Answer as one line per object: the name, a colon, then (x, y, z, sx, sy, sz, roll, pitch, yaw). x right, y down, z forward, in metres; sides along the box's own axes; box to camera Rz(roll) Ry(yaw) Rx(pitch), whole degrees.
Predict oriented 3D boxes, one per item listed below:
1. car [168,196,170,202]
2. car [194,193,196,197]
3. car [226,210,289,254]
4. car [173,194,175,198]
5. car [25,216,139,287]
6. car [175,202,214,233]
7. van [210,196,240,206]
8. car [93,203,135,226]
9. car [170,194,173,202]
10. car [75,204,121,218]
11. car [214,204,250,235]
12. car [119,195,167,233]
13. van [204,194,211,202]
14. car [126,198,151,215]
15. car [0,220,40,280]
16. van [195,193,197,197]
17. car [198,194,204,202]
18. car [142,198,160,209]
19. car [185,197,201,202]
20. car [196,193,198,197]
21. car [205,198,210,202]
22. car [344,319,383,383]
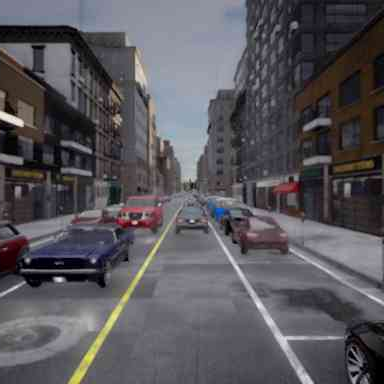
car: (-5.748, 1.615, 62.662, 1.802, 1.307, 4.206, 0, 0, 0)
car: (2.180, 1.350, 79.242, 2.192, 1.841, 5.009, 0, 0, 0)
car: (2.567, 1.574, 13.113, 1.802, 1.307, 4.206, 0, 0, 0)
car: (-5.844, 1.611, 79.195, 1.947, 1.339, 4.313, 0, 0, 0)
car: (-2.900, 1.601, 9.454, 1.895, 1.301, 4.718, 0, 0, 0)
car: (-0.008, 1.543, 19.591, 2.033, 1.411, 5.357, 0, 0, 0)
van: (2.502, 1.335, 24.133, 1.690, 1.788, 3.998, 0, 0, 0)
car: (-5.522, 1.554, 24.086, 2.008, 1.369, 4.403, 0, 0, 0)
car: (-5.812, 1.586, 73.684, 1.887, 1.381, 4.507, 0, 0, 0)
car: (-5.490, 1.584, 18.576, 1.802, 1.307, 4.206, 0, 0, 0)
car: (2.535, 1.558, 18.623, 1.947, 1.339, 4.313, 0, 0, 0)
car: (-2.945, 1.221, 19.916, 2.150, 2.045, 5.566, 0, 0, 0)
van: (2.437, 1.341, 35.155, 1.690, 1.788, 3.998, 0, 0, 0)
car: (-5.587, 1.450, 35.108, 1.967, 1.590, 4.097, 0, 0, 0)
car: (-5.425, 1.444, 7.555, 1.967, 1.590, 4.097, 0, 0, 0)
van: (2.213, 1.372, 73.731, 1.690, 1.788, 3.998, 0, 0, 0)
car: (2.341, 1.454, 51.687, 1.967, 1.590, 4.097, 0, 0, 0)
car: (-5.651, 1.569, 46.129, 2.008, 1.369, 4.403, 0, 0, 0)
car: (-0.142, 1.609, 42.343, 1.895, 1.301, 4.718, 0, 0, 0)
car: (2.277, 1.463, 62.709, 1.967, 1.590, 4.097, 0, 0, 0)
car: (2.470, 1.546, 29.644, 2.008, 1.369, 4.403, 0, 0, 0)
car: (2.632, 1.562, 2.090, 1.947, 1.339, 4.313, 0, 0, 0)
